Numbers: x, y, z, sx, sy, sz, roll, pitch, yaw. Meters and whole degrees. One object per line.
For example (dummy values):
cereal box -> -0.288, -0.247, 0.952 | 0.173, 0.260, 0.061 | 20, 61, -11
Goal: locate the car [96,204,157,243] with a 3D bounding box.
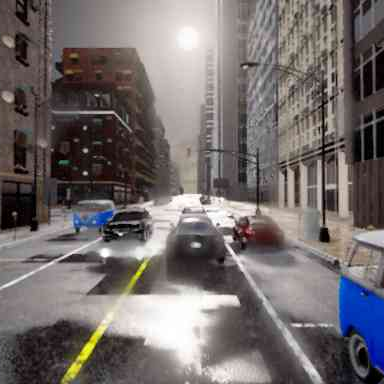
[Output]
car -> -2.987, 1.555, 16.433 | 1.837, 1.490, 4.892 | 0, -1, 0

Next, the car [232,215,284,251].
car -> 2.718, 1.621, 14.132 | 1.802, 1.307, 4.206 | 1, 0, 0

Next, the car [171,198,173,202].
car -> -5.591, 1.750, 69.052 | 1.947, 1.339, 4.313 | 1, 0, 0

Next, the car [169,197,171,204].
car -> -5.598, 1.720, 63.398 | 2.008, 1.369, 4.403 | 1, 0, 0

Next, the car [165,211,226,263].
car -> 0.118, 1.598, 12.121 | 1.994, 1.385, 4.181 | 0, 0, 0

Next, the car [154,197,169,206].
car -> -5.605, 1.706, 57.743 | 2.008, 1.369, 4.403 | 1, 0, 0

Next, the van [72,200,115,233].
van -> -5.737, 1.396, 19.828 | 1.690, 1.788, 3.998 | 1, 0, 0

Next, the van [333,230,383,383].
van -> 2.708, 1.350, 2.831 | 1.690, 1.788, 3.998 | 1, 0, 0

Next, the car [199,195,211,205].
car -> 2.781, 1.752, 63.389 | 1.802, 1.307, 4.206 | 1, 0, 0

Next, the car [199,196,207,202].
car -> 2.810, 1.810, 86.008 | 1.802, 1.307, 4.206 | 1, 0, 0

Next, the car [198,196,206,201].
car -> 2.818, 1.793, 91.662 | 2.008, 1.369, 4.403 | 1, 0, 0

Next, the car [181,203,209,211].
car -> 0.126, 1.665, 23.416 | 1.895, 1.301, 4.718 | 0, 0, 0

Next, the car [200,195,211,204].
car -> 2.793, 1.499, 69.045 | 2.192, 1.841, 5.009 | 1, 0, 0

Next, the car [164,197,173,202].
car -> -5.577, 1.795, 80.361 | 1.802, 1.307, 4.206 | 1, 0, 0
